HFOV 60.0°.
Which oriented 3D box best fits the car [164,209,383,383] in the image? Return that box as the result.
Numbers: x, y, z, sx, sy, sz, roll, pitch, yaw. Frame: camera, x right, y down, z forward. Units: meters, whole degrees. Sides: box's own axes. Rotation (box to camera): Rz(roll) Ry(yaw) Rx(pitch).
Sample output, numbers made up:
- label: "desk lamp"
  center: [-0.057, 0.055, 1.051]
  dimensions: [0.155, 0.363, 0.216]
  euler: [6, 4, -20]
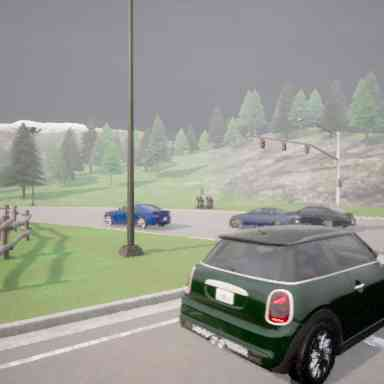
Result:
- label: "car"
  center: [2.041, 1.353, 5.631]
  dimensions: [4.553, 1.767, 2.097]
  euler: [0, 0, -40]

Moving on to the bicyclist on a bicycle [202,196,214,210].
- label: "bicyclist on a bicycle"
  center: [2.225, 1.302, 39.539]
  dimensions: [0.582, 1.620, 1.656]
  euler: [0, 0, 34]

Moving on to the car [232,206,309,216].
- label: "car"
  center: [4.185, 1.564, 19.296]
  dimensions: [4.181, 1.385, 1.994]
  euler: [0, 0, 44]

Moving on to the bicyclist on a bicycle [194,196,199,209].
- label: "bicyclist on a bicycle"
  center: [1.113, 1.302, 40.279]
  dimensions: [0.582, 1.620, 1.656]
  euler: [0, 0, 33]

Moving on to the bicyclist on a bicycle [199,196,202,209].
- label: "bicyclist on a bicycle"
  center: [1.855, 1.302, 39.787]
  dimensions: [0.582, 1.620, 1.656]
  euler: [0, 0, 34]

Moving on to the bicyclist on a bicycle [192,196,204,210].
- label: "bicyclist on a bicycle"
  center: [0.740, 1.302, 40.524]
  dimensions: [0.582, 1.620, 1.656]
  euler: [0, 0, 33]

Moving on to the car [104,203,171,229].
- label: "car"
  center: [-3.602, 1.478, 21.522]
  dimensions: [5.008, 1.535, 1.882]
  euler: [0, 0, 37]

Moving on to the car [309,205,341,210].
- label: "car"
  center: [7.546, 1.526, 20.523]
  dimensions: [1.812, 1.442, 4.674]
  euler: [1, 0, -43]
